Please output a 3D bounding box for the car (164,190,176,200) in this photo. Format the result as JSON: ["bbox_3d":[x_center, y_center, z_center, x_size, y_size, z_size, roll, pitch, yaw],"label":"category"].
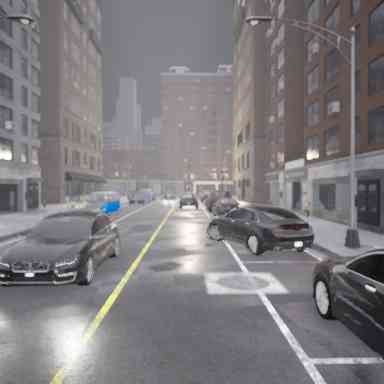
[{"bbox_3d":[-3.663,0.453,55.038,2.128,1.511,4.902,0,1,-1],"label":"car"}]

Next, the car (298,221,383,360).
[{"bbox_3d":[3.097,1.415,4.123,1.837,1.490,4.892,0,1,-1],"label":"car"}]

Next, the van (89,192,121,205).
[{"bbox_3d":[-6.127,0.873,23.293,1.690,1.788,3.998,1,1,-1],"label":"van"}]

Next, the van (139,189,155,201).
[{"bbox_3d":[-6.392,0.472,45.216,1.690,1.788,3.998,1,1,-1],"label":"van"}]

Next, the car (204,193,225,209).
[{"bbox_3d":[2.261,0.848,34.528,1.752,1.417,4.829,1,1,-1],"label":"car"}]

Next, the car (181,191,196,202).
[{"bbox_3d":[-0.512,0.622,48.321,2.033,1.411,5.357,0,1,0],"label":"car"}]

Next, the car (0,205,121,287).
[{"bbox_3d":[-3.207,1.318,8.930,1.837,1.490,4.892,0,1,-1],"label":"car"}]

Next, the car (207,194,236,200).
[{"bbox_3d":[2.395,1.080,23.396,2.008,1.369,4.403,1,1,-1],"label":"car"}]

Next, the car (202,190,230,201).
[{"bbox_3d":[2.331,0.741,28.872,2.192,1.841,5.009,1,1,-1],"label":"car"}]

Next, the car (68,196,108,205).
[{"bbox_3d":[-6.060,1.165,17.644,1.752,1.417,4.829,1,1,-1],"label":"car"}]

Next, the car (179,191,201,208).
[{"bbox_3d":[-0.316,0.858,33.979,1.812,1.442,4.674,0,1,0],"label":"car"}]

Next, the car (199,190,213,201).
[{"bbox_3d":[2.065,0.469,50.801,1.967,1.590,4.097,1,1,-1],"label":"car"}]

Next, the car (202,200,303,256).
[{"bbox_3d":[2.274,1.253,12.206,1.837,1.490,4.892,0,1,-22],"label":"car"}]

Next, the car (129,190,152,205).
[{"bbox_3d":[-6.328,0.795,39.739,1.947,1.339,4.313,1,1,-1],"label":"car"}]
